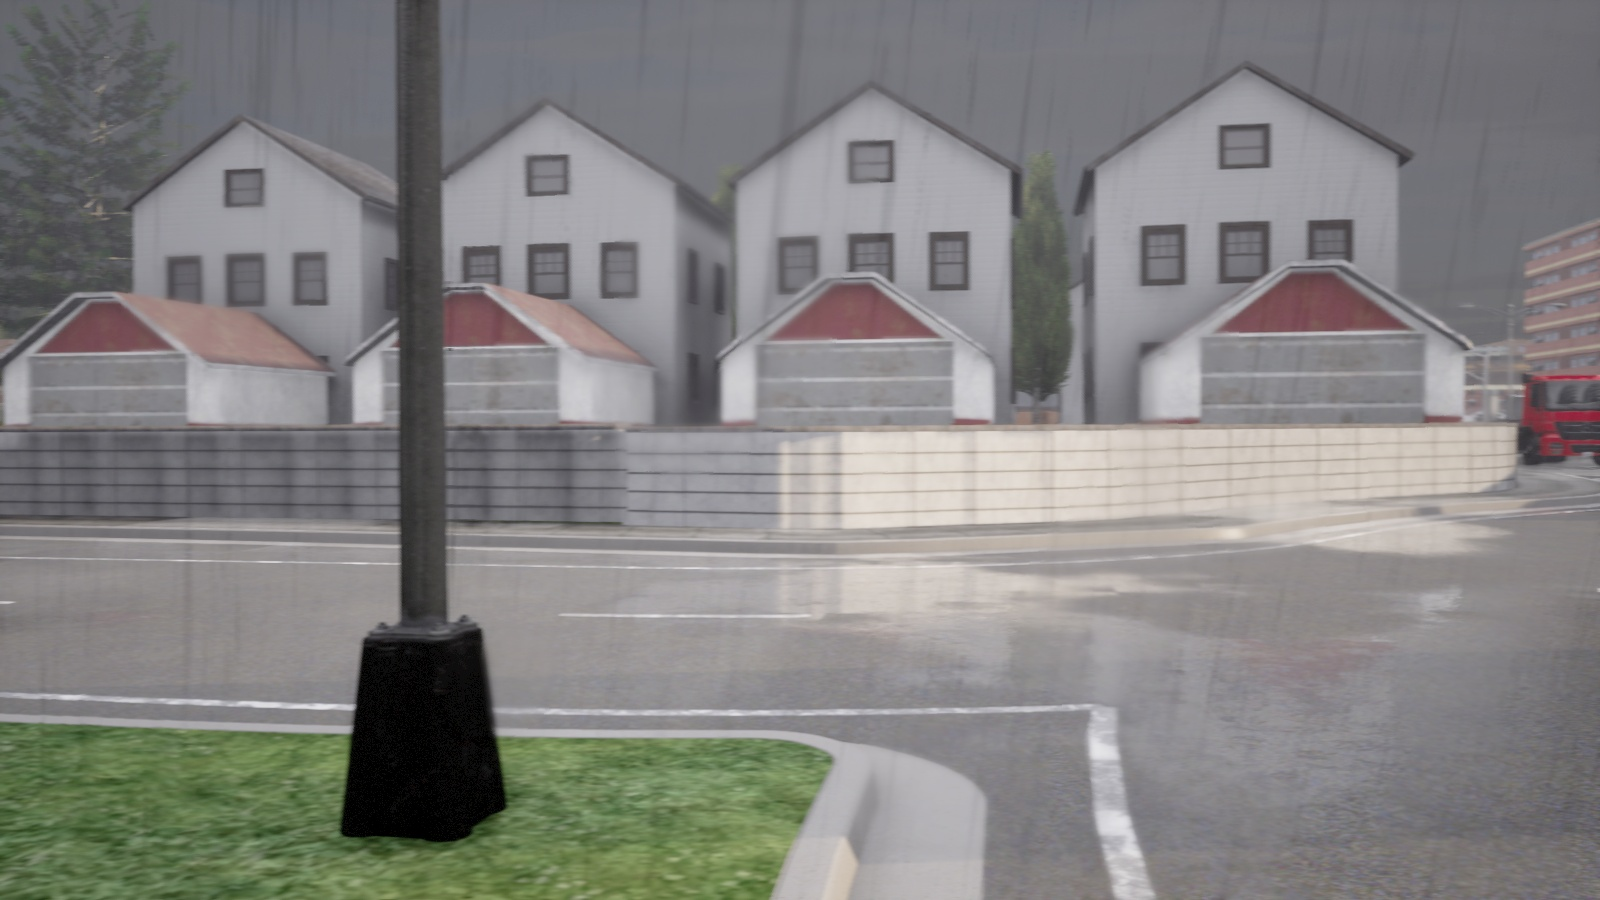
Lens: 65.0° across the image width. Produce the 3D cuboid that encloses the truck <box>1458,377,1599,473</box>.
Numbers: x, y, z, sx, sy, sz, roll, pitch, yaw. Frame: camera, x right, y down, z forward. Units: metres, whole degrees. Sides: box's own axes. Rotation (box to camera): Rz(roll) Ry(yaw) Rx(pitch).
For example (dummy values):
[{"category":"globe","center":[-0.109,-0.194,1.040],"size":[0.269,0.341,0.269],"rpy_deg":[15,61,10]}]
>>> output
[{"category":"truck","center":[28.798,-0.989,49.287],"size":[2.891,3.462,7.936],"rpy_deg":[0,1,9]}]

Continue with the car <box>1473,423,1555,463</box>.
[{"category":"car","center":[34.152,-0.377,60.197],"size":[1.932,1.855,4.605],"rpy_deg":[0,1,9]}]
